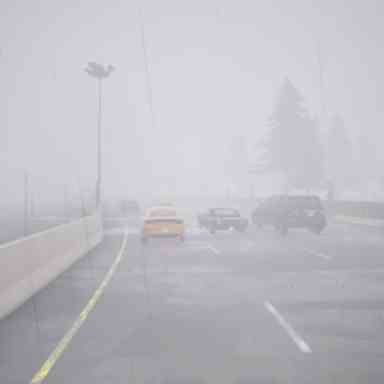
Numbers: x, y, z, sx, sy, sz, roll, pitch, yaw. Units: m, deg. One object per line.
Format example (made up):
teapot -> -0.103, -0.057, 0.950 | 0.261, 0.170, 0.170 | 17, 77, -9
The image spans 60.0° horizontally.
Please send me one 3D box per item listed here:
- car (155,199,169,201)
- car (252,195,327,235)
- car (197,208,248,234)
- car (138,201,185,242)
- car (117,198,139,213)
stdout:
car -> -3.352, 1.461, 36.300 | 1.812, 1.442, 4.674 | 0, 0, -20
car -> 5.207, 1.165, 18.550 | 2.150, 2.045, 5.566 | 0, 0, -10
car -> 1.560, 1.556, 19.019 | 1.895, 1.301, 4.718 | 0, 0, -11
car -> -1.531, 1.448, 16.399 | 1.882, 1.535, 5.008 | 0, 0, -9
car -> -6.955, 1.440, 35.977 | 2.128, 1.511, 4.902 | 0, 0, -21
